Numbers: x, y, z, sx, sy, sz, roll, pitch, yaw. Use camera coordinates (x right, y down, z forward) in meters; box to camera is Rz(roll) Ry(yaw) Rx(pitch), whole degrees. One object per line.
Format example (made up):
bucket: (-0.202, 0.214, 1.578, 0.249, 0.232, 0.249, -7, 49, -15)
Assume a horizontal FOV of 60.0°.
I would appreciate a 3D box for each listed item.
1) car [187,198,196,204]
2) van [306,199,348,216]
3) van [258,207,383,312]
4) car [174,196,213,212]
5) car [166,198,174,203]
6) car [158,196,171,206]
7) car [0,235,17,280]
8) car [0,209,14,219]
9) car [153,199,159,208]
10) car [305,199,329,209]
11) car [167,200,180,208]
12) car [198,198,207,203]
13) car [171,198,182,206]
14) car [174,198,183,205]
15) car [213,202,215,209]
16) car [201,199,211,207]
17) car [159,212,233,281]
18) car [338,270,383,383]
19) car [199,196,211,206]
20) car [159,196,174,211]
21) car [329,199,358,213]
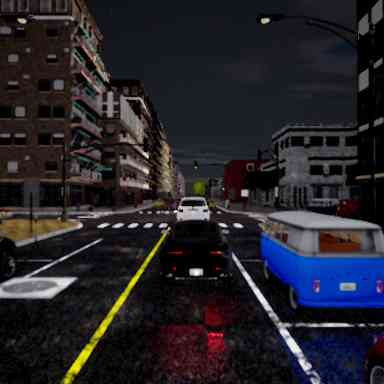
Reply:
car: (-0.024, 2.127, 78.803, 2.033, 1.411, 5.357, 0, 0, 0)
van: (14.889, 1.664, 36.799, 3.998, 1.788, 1.690, 0, -1, 0)
van: (2.660, 1.392, 7.525, 1.690, 1.788, 3.998, 0, 0, 0)
car: (0.090, 1.379, 24.030, 2.150, 2.045, 5.566, 0, 0, 0)
car: (-5.715, 2.168, 85.370, 1.752, 1.417, 4.829, 0, 0, 0)
car: (-5.708, 1.820, 68.925, 2.192, 1.841, 5.009, 0, 0, 0)
car: (-5.688, 1.617, 7.547, 1.947, 1.339, 4.313, 0, 0, 0)
car: (-17.474, 1.718, 28.328, 4.206, 1.307, 1.802, 0, -1, 0)
car: (-5.706, 1.941, 57.675, 1.752, 1.417, 4.829, 0, 0, 0)
car: (13.431, 1.780, 34.201, 4.902, 1.511, 2.128, 0, -1, 0)
car: (-3.093, 2.006, 56.330, 1.895, 1.301, 4.718, 0, 0, 0)
car: (2.666, 2.195, 85.543, 2.008, 1.369, 4.403, 0, 0, 0)
car: (-3.034, 2.002, 65.387, 1.812, 1.442, 4.674, 0, 0, 0)
car: (-3.024, 2.111, 75.402, 1.994, 1.385, 4.181, 0, 0, 0)
car: (2.677, 1.901, 52.480, 1.752, 1.417, 4.829, 0, 0, 0)
car: (2.673, 2.043, 63.387, 1.802, 1.307, 4.206, 0, 0, 0)
car: (0.098, 1.573, 9.997, 1.837, 1.490, 4.892, 0, 0, 0)
car: (2.661, 1.595, 1.835, 1.802, 1.307, 4.206, 0, 0, 0)
car: (2.672, 1.820, 68.928, 2.192, 1.841, 5.009, 0, 0, 0)
car: (-3.113, 1.688, 47.389, 2.097, 1.767, 4.553, 0, 0, 0)
car: (14.914, 1.542, 28.421, 5.009, 1.841, 2.192, 0, -1, 0)
